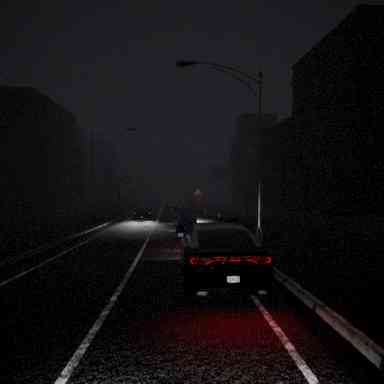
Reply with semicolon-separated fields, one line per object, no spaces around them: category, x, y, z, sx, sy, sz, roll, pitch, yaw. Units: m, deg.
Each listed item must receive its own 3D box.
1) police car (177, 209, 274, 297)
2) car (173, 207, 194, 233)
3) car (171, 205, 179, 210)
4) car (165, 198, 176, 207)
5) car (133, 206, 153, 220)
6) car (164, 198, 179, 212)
police car;0.651;1.472;8.857;1.930;1.638;5.238;0;-1;-3
car;0.006;1.754;18.802;1.812;1.442;4.674;0;-1;-4
car;-0.423;1.906;24.797;1.812;1.442;4.674;0;-1;-4
car;-3.789;1.797;59.156;1.895;1.301;4.718;0;2;-4
car;-5.034;2.139;34.568;1.895;1.301;4.718;0;0;-4
car;-2.791;1.954;45.402;2.128;1.511;4.902;0;-1;-4
